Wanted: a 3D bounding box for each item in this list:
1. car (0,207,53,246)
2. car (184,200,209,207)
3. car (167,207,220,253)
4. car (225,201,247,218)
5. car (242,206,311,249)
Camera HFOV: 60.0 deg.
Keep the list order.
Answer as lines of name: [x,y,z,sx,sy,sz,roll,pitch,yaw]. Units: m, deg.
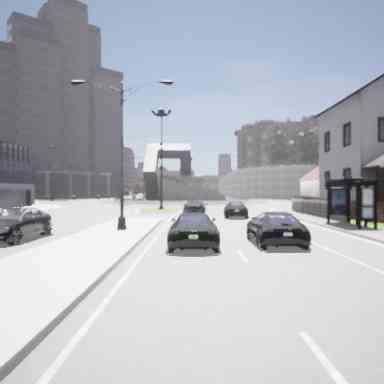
car: [-8.072,1.463,15.127,2.128,1.511,4.902,0,0,0]
car: [0.339,1.451,28.842,1.837,1.490,4.892,0,1,5]
car: [0.068,1.537,13.670,1.994,1.385,4.181,0,0,0]
car: [3.885,1.507,29.329,1.994,1.385,4.181,0,0,5]
car: [3.571,1.536,14.341,1.994,1.385,4.181,0,0,0]
